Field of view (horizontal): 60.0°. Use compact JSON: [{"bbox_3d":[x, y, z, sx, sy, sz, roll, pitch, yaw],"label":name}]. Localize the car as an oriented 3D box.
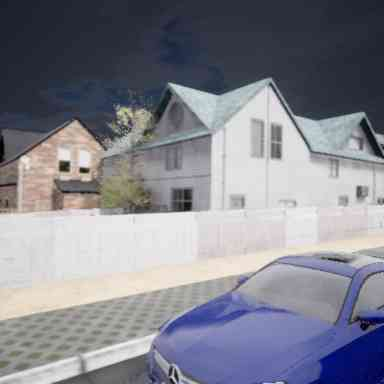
[{"bbox_3d":[1.683,1.570,4.314,4.674,1.442,1.812,1,-1,-37],"label":"car"}]
